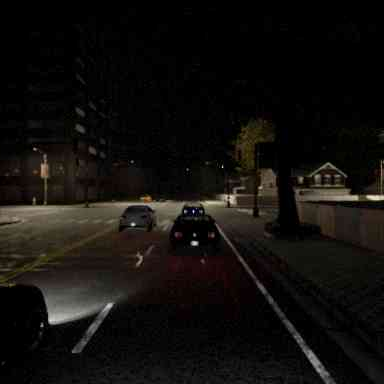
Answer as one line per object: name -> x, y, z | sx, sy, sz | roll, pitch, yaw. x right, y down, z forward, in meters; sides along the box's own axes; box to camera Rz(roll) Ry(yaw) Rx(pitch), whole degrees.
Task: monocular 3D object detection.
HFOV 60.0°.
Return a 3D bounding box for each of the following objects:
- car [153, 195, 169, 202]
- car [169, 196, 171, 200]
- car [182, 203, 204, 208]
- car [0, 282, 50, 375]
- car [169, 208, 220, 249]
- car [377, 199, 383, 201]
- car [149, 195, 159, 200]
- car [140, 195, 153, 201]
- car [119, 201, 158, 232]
car -> -6.486, 1.396, 70.045 | 1.837, 1.490, 4.892 | 0, 0, 0
car -> -6.483, 1.416, 85.616 | 1.994, 1.385, 4.181 | 0, 0, 0
car -> 0.106, 1.558, 28.544 | 1.895, 1.301, 4.718 | 0, 0, 0
car -> -3.149, 1.559, 3.362 | 1.994, 1.385, 4.181 | 0, 0, 0
car -> 0.100, 1.579, 14.319 | 1.895, 1.301, 4.718 | 0, 0, 0
car -> 26.298, 1.580, 44.965 | 5.357, 1.411, 2.033 | 0, 0, -7
car -> -9.733, 1.403, 85.617 | 2.033, 1.411, 5.357 | 0, 0, 0
car -> -9.736, 1.374, 70.049 | 1.882, 1.535, 5.008 | 0, 0, 0
car -> -3.201, 1.496, 19.983 | 1.812, 1.442, 4.674 | 0, 0, -2
